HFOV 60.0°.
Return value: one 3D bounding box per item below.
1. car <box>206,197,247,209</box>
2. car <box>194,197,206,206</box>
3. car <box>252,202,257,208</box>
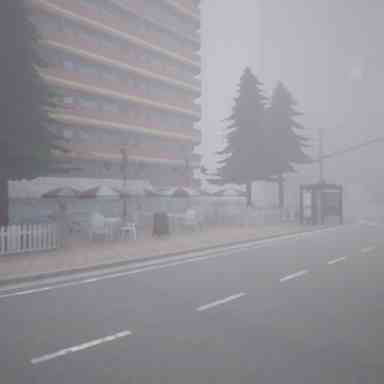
[{"bbox_3d":[4.737,1.761,46.507,1.837,1.490,4.892,0,-1,-44],"label":"car"},{"bbox_3d":[-0.582,1.567,61.863,2.150,2.045,5.566,0,0,-45],"label":"car"},{"bbox_3d":[7.204,1.749,48.990,2.128,1.511,4.902,0,0,-44],"label":"car"}]
